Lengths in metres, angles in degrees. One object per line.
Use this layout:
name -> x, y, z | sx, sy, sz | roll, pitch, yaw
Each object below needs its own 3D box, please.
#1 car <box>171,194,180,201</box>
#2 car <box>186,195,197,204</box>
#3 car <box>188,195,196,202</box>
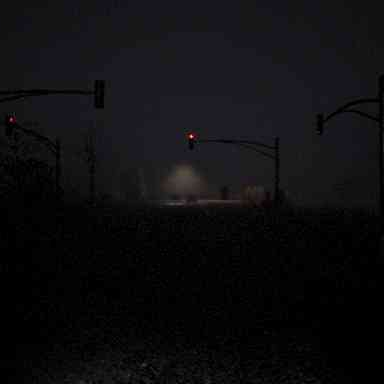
car -> -3.563, 1.192, 72.162 | 1.837, 1.490, 4.892 | 0, 0, 0
car -> -0.059, 1.421, 67.960 | 2.097, 1.767, 4.553 | 0, 0, 0
car -> -0.068, 1.422, 77.995 | 1.837, 1.490, 4.892 | 0, 0, 0
